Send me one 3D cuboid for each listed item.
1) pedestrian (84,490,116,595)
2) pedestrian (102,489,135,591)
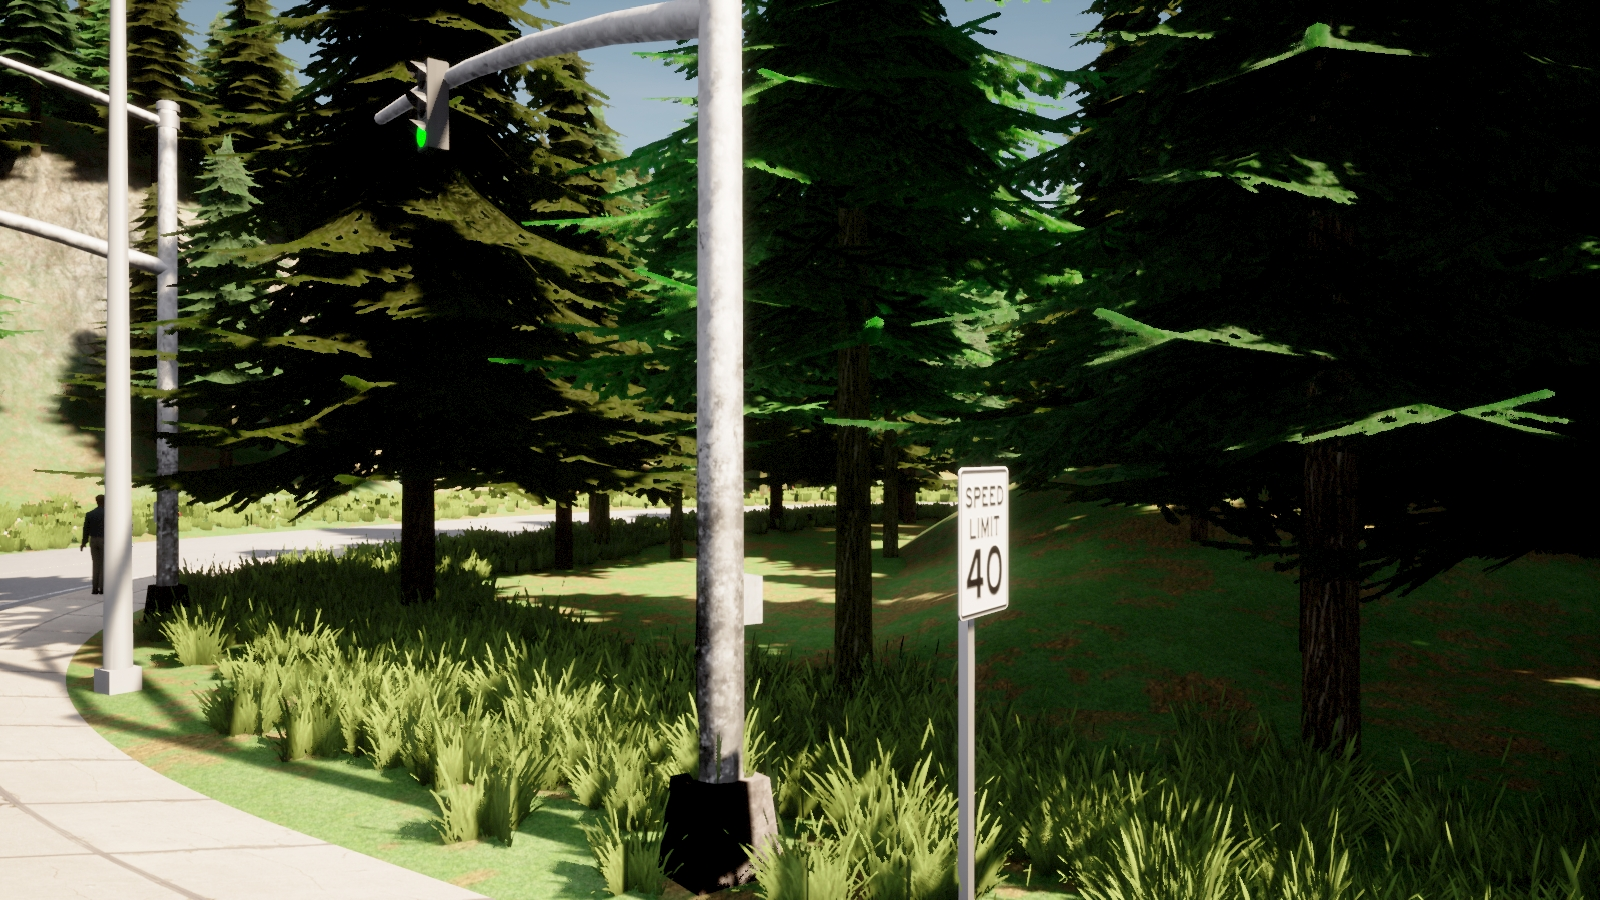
[{"bbox_3d":[-12.656,1.668,20.663,0.375,1.860,0.375,0,0,-7],"label":"pedestrian"},{"bbox_3d":[-12.692,1.668,21.267,0.375,1.860,0.375,0,0,8],"label":"pedestrian"}]
